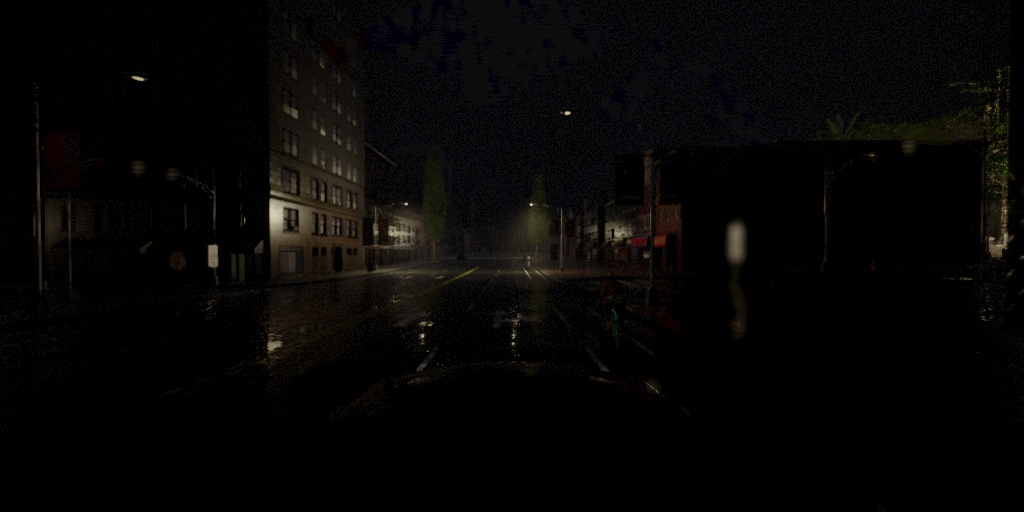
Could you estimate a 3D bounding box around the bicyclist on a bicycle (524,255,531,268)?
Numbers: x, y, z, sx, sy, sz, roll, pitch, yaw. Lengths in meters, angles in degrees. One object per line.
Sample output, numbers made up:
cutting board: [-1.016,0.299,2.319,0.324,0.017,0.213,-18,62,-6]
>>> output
bicyclist on a bicycle: [2.253,0.850,47.797,0.659,1.776,1.843,0,1,0]

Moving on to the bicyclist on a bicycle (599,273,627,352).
bicyclist on a bicycle: [2.250,1.204,8.007,0.582,1.620,1.656,0,0,0]
